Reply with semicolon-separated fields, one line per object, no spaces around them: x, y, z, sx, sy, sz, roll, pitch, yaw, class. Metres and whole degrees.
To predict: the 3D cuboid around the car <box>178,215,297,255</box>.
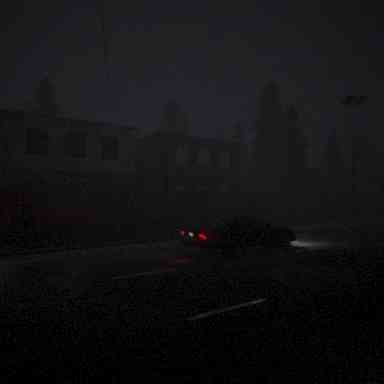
2.019;1.657;13.789;5.357;1.411;2.033;1;0;-35;car
